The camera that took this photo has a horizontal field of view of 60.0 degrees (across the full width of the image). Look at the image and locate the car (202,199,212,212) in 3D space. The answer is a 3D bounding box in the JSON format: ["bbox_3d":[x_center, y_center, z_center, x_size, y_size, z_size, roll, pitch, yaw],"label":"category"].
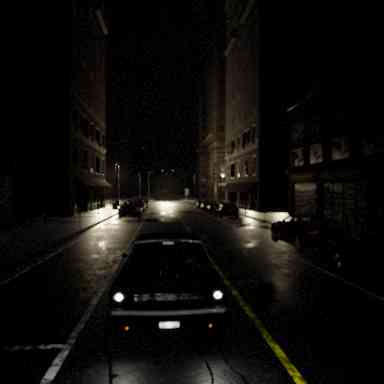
[{"bbox_3d":[2.584,1.565,35.672,1.887,1.381,4.507,-1,0,-5],"label":"car"}]

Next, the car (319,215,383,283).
[{"bbox_3d":[5.151,1.446,8.267,1.967,1.590,4.097,-1,0,-5],"label":"car"}]

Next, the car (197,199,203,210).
[{"bbox_3d":[2.071,1.569,41.153,1.887,1.381,4.507,-1,0,-5],"label":"car"}]

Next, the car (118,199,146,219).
[{"bbox_3d":[-5.391,1.451,29.395,1.967,1.590,4.097,-1,0,-5],"label":"car"}]

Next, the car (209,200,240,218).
[{"bbox_3d":[3.098,1.582,30.191,1.947,1.339,4.313,-1,0,-5],"label":"car"}]

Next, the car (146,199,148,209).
[{"bbox_3d":[-5.903,1.581,34.877,1.947,1.339,4.313,-1,0,-5],"label":"car"}]

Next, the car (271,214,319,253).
[{"bbox_3d":[4.639,1.552,13.748,1.887,1.381,4.507,-1,0,-5],"label":"car"}]

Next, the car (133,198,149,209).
[{"bbox_3d":[-6.931,1.568,45.840,1.887,1.381,4.507,-1,0,-5],"label":"car"}]

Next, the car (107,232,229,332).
[{"bbox_3d":[-0.500,1.603,6.989,1.895,1.301,4.718,0,0,-4],"label":"car"}]

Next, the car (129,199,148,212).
[{"bbox_3d":[-6.417,1.570,40.358,2.008,1.369,4.403,-1,0,-5],"label":"car"}]
